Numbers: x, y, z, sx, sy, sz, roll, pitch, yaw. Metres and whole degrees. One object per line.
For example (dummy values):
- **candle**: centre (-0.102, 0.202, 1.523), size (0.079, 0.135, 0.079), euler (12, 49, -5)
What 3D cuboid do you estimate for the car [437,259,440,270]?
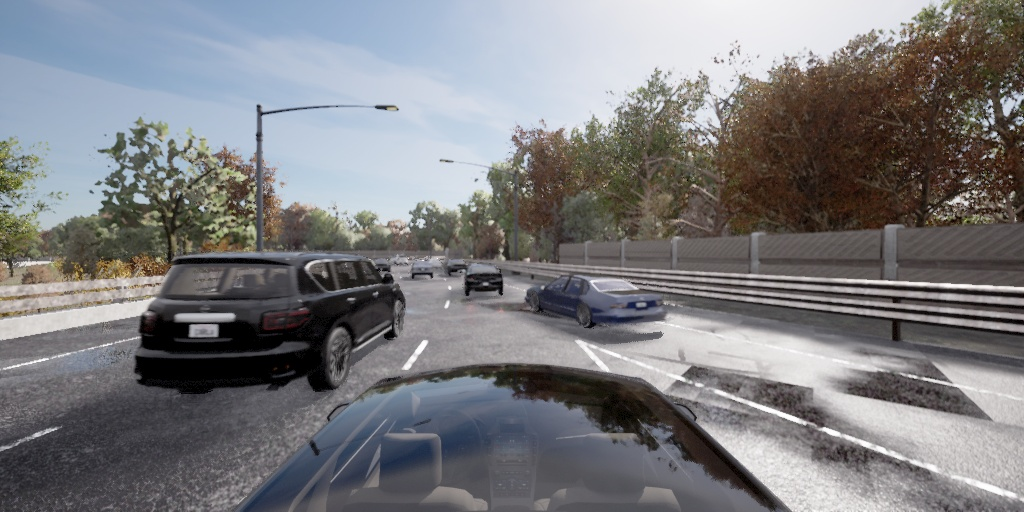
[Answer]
- **car**: centre (-10.847, 1.097, 48.797), size (1.812, 1.442, 4.674), euler (0, 0, -24)

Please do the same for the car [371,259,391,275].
- **car**: centre (-13.902, 1.117, 38.088), size (1.837, 1.490, 4.892), euler (0, 0, -20)

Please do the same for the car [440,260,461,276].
- **car**: centre (-5.679, 1.125, 35.589), size (1.837, 1.490, 4.892), euler (0, 0, -18)

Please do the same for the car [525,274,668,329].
- **car**: centre (2.261, 1.260, 11.268), size (2.033, 1.411, 5.357), euler (0, 0, -23)

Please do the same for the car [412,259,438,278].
- **car**: centre (-8.113, 1.182, 32.036), size (2.033, 1.411, 5.357), euler (0, 0, -17)

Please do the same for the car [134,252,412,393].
- **car**: centre (-3.704, 0.951, 6.840), size (2.150, 2.045, 5.566), euler (0, 0, -3)

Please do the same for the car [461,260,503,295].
- **car**: centre (-1.635, 1.160, 19.301), size (1.882, 1.535, 5.008), euler (0, 0, -9)
